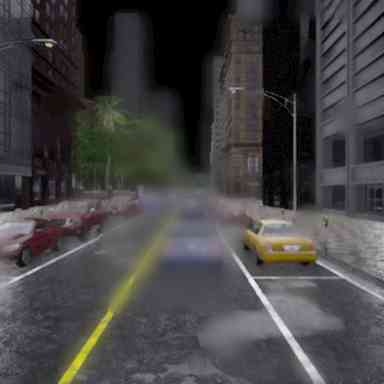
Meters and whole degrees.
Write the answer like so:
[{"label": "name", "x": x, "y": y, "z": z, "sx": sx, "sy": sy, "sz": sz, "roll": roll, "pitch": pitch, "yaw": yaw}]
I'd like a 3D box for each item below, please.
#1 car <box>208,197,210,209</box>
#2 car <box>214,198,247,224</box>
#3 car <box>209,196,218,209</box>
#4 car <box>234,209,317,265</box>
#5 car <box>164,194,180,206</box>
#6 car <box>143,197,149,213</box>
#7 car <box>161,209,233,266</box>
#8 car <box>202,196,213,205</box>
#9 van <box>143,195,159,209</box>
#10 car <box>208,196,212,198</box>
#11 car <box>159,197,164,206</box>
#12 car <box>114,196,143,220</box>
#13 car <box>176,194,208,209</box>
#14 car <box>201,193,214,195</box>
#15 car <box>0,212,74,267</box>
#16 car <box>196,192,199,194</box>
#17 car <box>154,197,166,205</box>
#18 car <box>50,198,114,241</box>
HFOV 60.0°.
[{"label": "car", "x": 2.757, "y": 1.510, "z": 33.033, "sx": 1.887, "sy": 1.381, "sz": 4.507, "roll": 0, "pitch": 0, "yaw": 0}, {"label": "car", "x": 2.758, "y": 1.414, "z": 22.182, "sx": 1.967, "sy": 1.590, "sz": 4.097, "roll": 0, "pitch": 0, "yaw": 0}, {"label": "car", "x": 2.757, "y": 1.410, "z": 27.608, "sx": 1.967, "sy": 1.590, "sz": 4.097, "roll": 0, "pitch": 0, "yaw": 0}, {"label": "car", "x": 2.759, "y": 1.510, "z": 11.503, "sx": 1.752, "sy": 1.417, "sz": 4.829, "roll": 0, "pitch": 0, "yaw": 0}, {"label": "car", "x": -3.072, "y": 1.475, "z": 54.116, "sx": 1.812, "sy": 1.442, "sz": 4.674, "roll": 0, "pitch": 0, "yaw": 0}, {"label": "car", "x": -5.768, "y": 1.511, "z": 33.045, "sx": 1.887, "sy": 1.381, "sz": 4.507, "roll": 0, "pitch": 0, "yaw": 0}, {"label": "car", "x": 0.025, "y": 1.533, "z": 11.384, "sx": 2.033, "sy": 1.411, "sz": 5.357, "roll": 0, "pitch": 0, "yaw": 0}, {"label": "car", "x": 2.757, "y": 1.510, "z": 60.159, "sx": 1.947, "sy": 1.339, "sz": 4.313, "roll": 0, "pitch": 0, "yaw": 0}, {"label": "van", "x": -5.769, "y": 1.300, "z": 43.897, "sx": 1.690, "sy": 1.788, "sz": 3.998, "roll": 0, "pitch": 0, "yaw": 0}, {"label": "car", "x": 2.757, "y": 1.513, "z": 38.457, "sx": 2.008, "sy": 1.369, "sz": 4.403, "roll": 0, "pitch": 0, "yaw": 0}, {"label": "car", "x": -5.769, "y": 1.395, "z": 49.323, "sx": 1.967, "sy": 1.590, "sz": 4.097, "roll": 0, "pitch": 0, "yaw": 0}, {"label": "car", "x": -5.768, "y": 1.285, "z": 27.619, "sx": 2.192, "sy": 1.841, "sz": 5.009, "roll": 0, "pitch": 0, "yaw": 0}, {"label": "car", "x": 0.043, "y": 1.321, "z": 28.478, "sx": 2.097, "sy": 1.767, "sz": 4.553, "roll": 0, "pitch": 0, "yaw": 1}, {"label": "car", "x": 2.756, "y": 1.269, "z": 49.308, "sx": 2.192, "sy": 1.841, "sz": 5.009, "roll": 0, "pitch": 0, "yaw": 0}, {"label": "car", "x": -5.766, "y": 1.568, "z": 11.341, "sx": 1.802, "sy": 1.307, "sz": 4.206, "roll": 0, "pitch": 0, "yaw": 0}, {"label": "car", "x": 2.756, "y": 1.470, "z": 92.016, "sx": 1.947, "sy": 1.339, "sz": 4.313, "roll": 0, "pitch": 0, "yaw": 0}, {"label": "car", "x": -5.769, "y": 1.526, "z": 60.176, "sx": 1.802, "sy": 1.307, "sz": 4.206, "roll": 0, "pitch": 0, "yaw": 0}, {"label": "car", "x": -5.768, "y": 1.295, "z": 16.767, "sx": 2.192, "sy": 1.841, "sz": 5.009, "roll": 0, "pitch": 0, "yaw": 0}]
